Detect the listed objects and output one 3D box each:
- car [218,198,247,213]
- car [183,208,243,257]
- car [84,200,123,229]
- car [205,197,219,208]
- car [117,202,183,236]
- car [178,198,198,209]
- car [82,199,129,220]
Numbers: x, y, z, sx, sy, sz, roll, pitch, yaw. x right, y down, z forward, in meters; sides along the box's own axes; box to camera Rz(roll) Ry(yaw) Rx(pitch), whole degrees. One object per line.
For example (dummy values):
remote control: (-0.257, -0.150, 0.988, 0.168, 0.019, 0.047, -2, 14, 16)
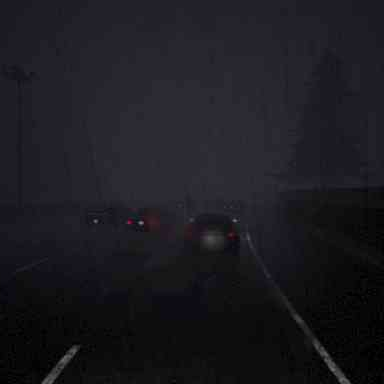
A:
car: (4.267, 1.491, 32.820, 2.033, 1.411, 5.357, 0, 0, 15)
car: (0.817, 1.542, 12.963, 1.994, 1.385, 4.181, 0, 0, 5)
car: (-5.145, 1.455, 21.355, 2.128, 1.511, 4.902, 0, 0, 8)
car: (3.007, 1.408, 40.910, 1.882, 1.535, 5.008, 0, 0, 17)
car: (-2.089, 1.516, 18.260, 2.033, 1.411, 5.357, 0, 0, 7)
car: (-0.630, 1.456, 41.022, 1.812, 1.442, 4.674, 0, 0, 17)
car: (-7.359, 1.427, 28.899, 1.882, 1.535, 5.008, 0, 0, 11)
